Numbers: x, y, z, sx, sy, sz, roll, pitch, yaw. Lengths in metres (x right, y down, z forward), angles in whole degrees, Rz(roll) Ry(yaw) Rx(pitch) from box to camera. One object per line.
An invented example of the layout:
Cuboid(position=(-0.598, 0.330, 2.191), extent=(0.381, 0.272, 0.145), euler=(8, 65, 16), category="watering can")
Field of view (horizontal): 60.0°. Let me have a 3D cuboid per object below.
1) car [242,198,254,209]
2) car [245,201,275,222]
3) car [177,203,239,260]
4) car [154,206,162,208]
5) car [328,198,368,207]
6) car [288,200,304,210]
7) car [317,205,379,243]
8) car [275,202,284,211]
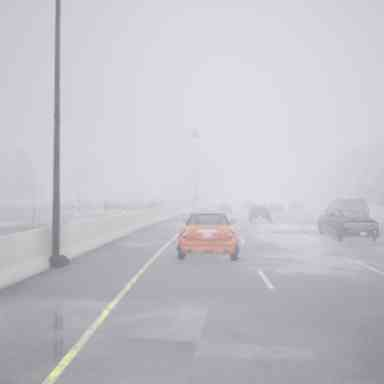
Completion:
Cuboid(position=(9.479, 1.919, 55.114), extent=(2.097, 1.767, 4.553), euler=(0, 0, 8), category="car")
Cuboid(position=(5.968, 1.811, 29.677), extent=(1.837, 1.490, 4.892), euler=(0, -1, 8), category="car")
Cuboid(position=(0.669, 1.482, 13.217), extent=(2.097, 1.767, 4.553), euler=(0, -1, 4), category="car")
Cuboid(position=(-5.515, 2.026, 50.132), extent=(1.994, 1.385, 4.181), euler=(0, -1, 8), category="car")
Cuboid(position=(12.702, 1.531, 27.431), extent=(2.150, 2.045, 5.566), euler=(0, -1, 8), category="car")
Cuboid(position=(16.080, 2.048, 51.757), extent=(2.128, 1.511, 4.902), euler=(0, -1, 8), category="car")
Cuboid(position=(8.000, 1.690, 17.479), extent=(2.128, 1.511, 4.902), euler=(0, -1, 6), category="car")
Cuboid(position=(12.046, 2.072, 48.130), extent=(1.994, 1.385, 4.181), euler=(0, -1, 8), category="car")
